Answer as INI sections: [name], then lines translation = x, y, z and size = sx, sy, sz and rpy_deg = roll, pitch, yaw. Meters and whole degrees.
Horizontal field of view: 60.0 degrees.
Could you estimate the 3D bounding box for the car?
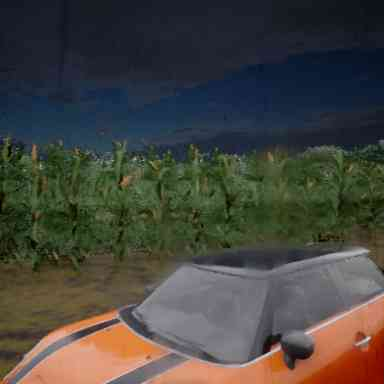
[car]
translation = 0.495, 1.439, 3.425
size = 4.553, 1.767, 2.097
rpy_deg = 0, -2, -39
